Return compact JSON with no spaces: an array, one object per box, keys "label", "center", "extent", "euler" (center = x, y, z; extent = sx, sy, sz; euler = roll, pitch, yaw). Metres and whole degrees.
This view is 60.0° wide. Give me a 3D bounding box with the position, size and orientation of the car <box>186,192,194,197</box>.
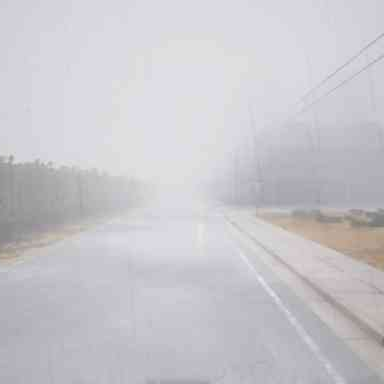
[{"label":"car","center":[-0.534,0.683,92.612],"extent":[1.994,1.385,4.181],"euler":[0,0,0]}]
